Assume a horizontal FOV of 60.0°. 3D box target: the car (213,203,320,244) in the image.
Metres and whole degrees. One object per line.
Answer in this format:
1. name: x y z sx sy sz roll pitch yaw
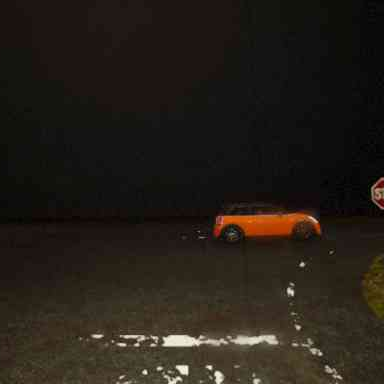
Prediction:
1. car: 3.236 1.257 14.868 4.553 1.767 2.097 -2 -1 -1
